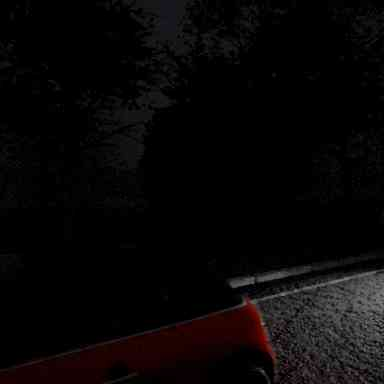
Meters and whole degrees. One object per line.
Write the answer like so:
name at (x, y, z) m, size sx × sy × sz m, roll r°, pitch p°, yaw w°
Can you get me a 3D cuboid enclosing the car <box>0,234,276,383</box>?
car at (-1.477, 1.332, 2.814) m, size 4.553 × 1.767 × 2.097 m, roll 0°, pitch 0°, yaw -32°
